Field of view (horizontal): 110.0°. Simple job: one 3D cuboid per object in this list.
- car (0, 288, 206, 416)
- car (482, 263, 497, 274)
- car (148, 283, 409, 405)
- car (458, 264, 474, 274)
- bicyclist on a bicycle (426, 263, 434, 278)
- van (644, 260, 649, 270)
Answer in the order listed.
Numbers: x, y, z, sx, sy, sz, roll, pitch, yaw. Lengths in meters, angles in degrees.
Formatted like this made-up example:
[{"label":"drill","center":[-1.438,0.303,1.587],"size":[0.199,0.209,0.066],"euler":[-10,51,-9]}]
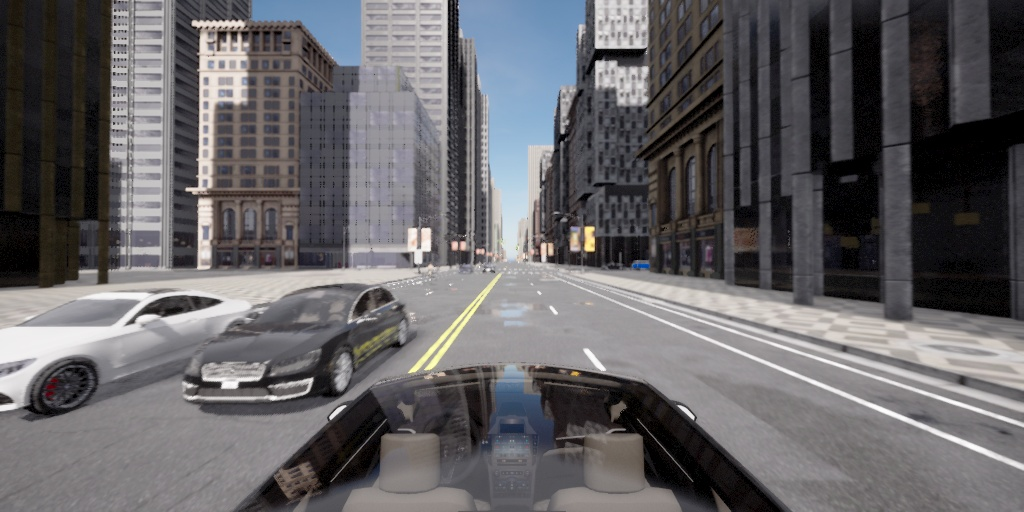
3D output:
[{"label":"car","center":[-6.601,1.321,6.175],"size":[1.812,1.442,4.674],"euler":[0,-1,0]},{"label":"car","center":[-3.250,1.786,51.631],"size":[2.128,1.511,4.902],"euler":[0,-1,0]},{"label":"car","center":[-3.350,1.306,6.692],"size":[1.837,1.490,4.892],"euler":[0,-1,0]},{"label":"car","center":[-6.500,1.873,51.630],"size":[2.033,1.411,5.357],"euler":[0,-1,0]},{"label":"bicyclist on a bicycle","center":[-8.752,1.564,38.461],"size":[0.866,1.612,1.509],"euler":[0,-1,0]},{"label":"van","center":[24.711,1.622,59.635],"size":[3.998,1.789,1.690],"euler":[0,0,0]}]
